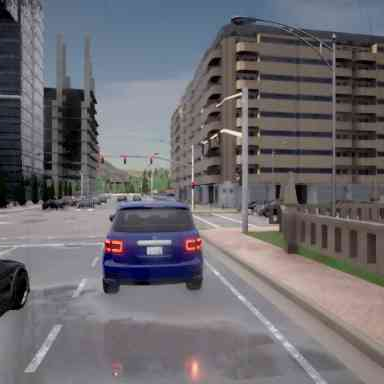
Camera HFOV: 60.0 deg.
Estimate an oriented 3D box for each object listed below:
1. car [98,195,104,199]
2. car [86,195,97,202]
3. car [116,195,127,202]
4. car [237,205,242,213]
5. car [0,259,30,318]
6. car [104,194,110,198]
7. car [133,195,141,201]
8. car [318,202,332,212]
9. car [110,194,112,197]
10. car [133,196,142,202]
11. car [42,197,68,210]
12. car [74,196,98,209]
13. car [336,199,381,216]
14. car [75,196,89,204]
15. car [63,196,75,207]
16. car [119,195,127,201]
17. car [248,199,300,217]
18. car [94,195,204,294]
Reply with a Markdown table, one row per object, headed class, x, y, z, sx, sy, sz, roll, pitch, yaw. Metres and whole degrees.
| class | x | y | z | sx | sy | sz | roll | pitch | yaw |
| --- | --- | --- | --- | --- | --- | --- | --- | --- | --- |
| car | -16.161 | 1.526 | 55.235 | 1.812 | 1.442 | 4.674 | 0 | 0 | -10 |
| car | -23.446 | 1.527 | 77.479 | 1.994 | 1.385 | 4.181 | 0 | 0 | -10 |
| car | -16.202 | 1.524 | 76.651 | 2.128 | 1.511 | 4.902 | 0 | 0 | -10 |
| car | 7.060 | 1.560 | 34.478 | 4.892 | 1.490 | 1.837 | 0 | 0 | -10 |
| car | -4.092 | 1.564 | 5.077 | 1.994 | 1.385 | 4.181 | 0 | 0 | -7 |
| car | -17.884 | 1.564 | 65.631 | 1.994 | 1.385 | 4.181 | 0 | 0 | -10 |
| car | -14.472 | 1.535 | 87.273 | 2.033 | 1.411 | 5.357 | 0 | 0 | -10 |
| car | 16.135 | 1.560 | 36.085 | 4.892 | 1.490 | 1.837 | 0 | 0 | -10 |
| car | -20.422 | 1.139 | 80.551 | 1.812 | 1.442 | 4.674 | 0 | 0 | -10 |
| car | -12.772 | 1.548 | 77.356 | 1.994 | 1.385 | 4.181 | 0 | 0 | -10 |
| car | -17.459 | 1.601 | 42.000 | 1.895 | 1.301 | 4.718 | 0 | 0 | -10 |
| car | -14.646 | 1.505 | 46.338 | 1.837 | 1.490 | 4.892 | 0 | 0 | -10 |
| car | 16.524 | 1.619 | 32.596 | 4.181 | 1.385 | 1.994 | 0 | 0 | -10 |
| car | -21.166 | 1.526 | 64.030 | 1.812 | 1.442 | 4.674 | 0 | 0 | -9 |
| car | -18.958 | 1.352 | 50.769 | 2.097 | 1.767 | 4.553 | 0 | 0 | -10 |
| car | -17.922 | 1.548 | 86.681 | 1.994 | 1.385 | 4.181 | 0 | 0 | -10 |
| car | 8.029 | 1.407 | 31.095 | 4.553 | 1.767 | 2.097 | 0 | 0 | -10 |
| car | -1.088 | 1.221 | 9.059 | 2.150 | 2.045 | 5.566 | 0 | 0 | -8 |
